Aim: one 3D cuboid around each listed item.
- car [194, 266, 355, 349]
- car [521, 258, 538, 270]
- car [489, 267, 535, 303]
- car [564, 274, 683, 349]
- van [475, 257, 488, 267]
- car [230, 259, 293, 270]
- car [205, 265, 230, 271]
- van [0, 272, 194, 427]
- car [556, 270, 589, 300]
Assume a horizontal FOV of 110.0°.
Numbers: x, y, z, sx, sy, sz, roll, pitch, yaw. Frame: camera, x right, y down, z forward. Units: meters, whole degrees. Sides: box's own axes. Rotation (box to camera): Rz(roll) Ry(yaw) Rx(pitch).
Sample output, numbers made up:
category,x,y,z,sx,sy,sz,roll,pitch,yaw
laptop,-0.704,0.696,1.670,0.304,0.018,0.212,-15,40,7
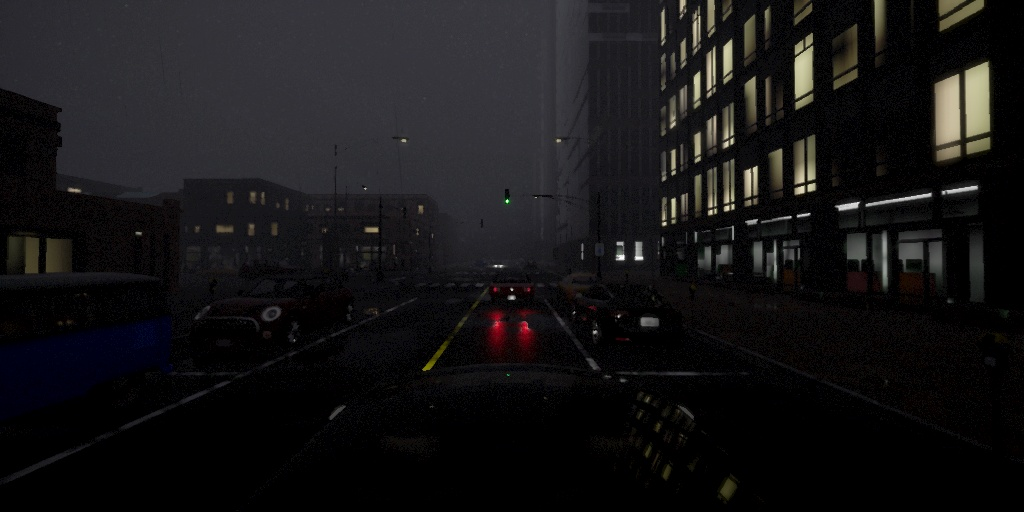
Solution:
category,x,y,z,sx,sy,sz,roll,pitch,yaw
car,-5.690,1.190,9.064,1.967,1.591,4.097,0,0,0
car,2.691,1.206,52.601,1.967,1.591,4.097,0,0,0
car,0.000,1.370,16.531,1.895,1.301,4.718,0,0,0
car,2.658,1.316,9.010,1.948,1.339,4.313,0,0,0
van,-5.690,1.111,63.685,1.690,1.789,3.998,0,0,0
car,-19.518,1.178,29.347,5.009,1.841,2.192,0,0,1
car,-30.677,1.626,37.869,4.829,1.417,1.751,0,0,1
van,-5.690,1.089,3.420,1.690,1.789,3.998,0,0,0
car,2.829,1.277,14.824,1.751,1.417,4.829,0,0,0
